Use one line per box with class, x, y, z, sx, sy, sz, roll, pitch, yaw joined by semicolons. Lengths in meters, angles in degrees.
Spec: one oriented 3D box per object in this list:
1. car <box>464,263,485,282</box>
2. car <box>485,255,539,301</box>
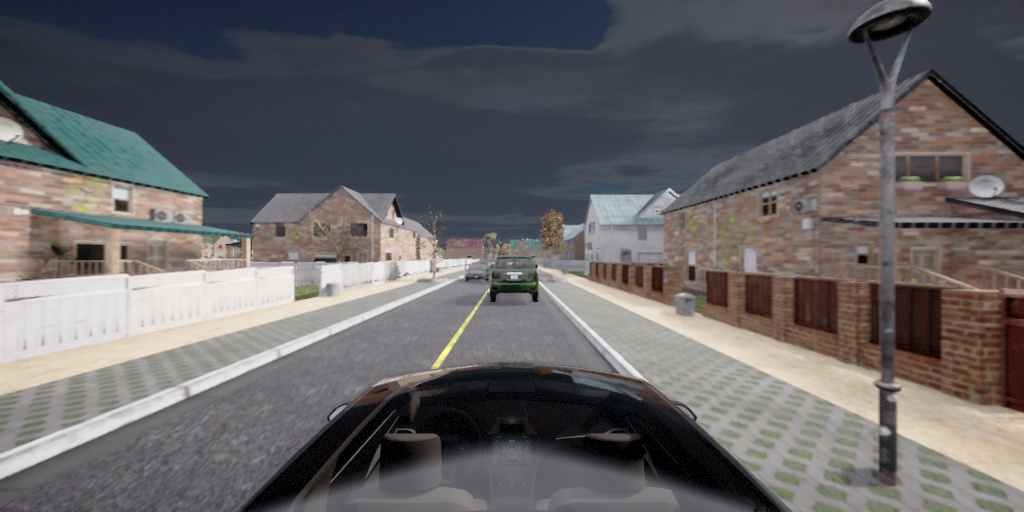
car;-2.743;1.330;29.524;1.837;1.490;4.892;0;0;0
car;0.115;0.976;17.424;2.150;2.045;5.566;0;0;0
